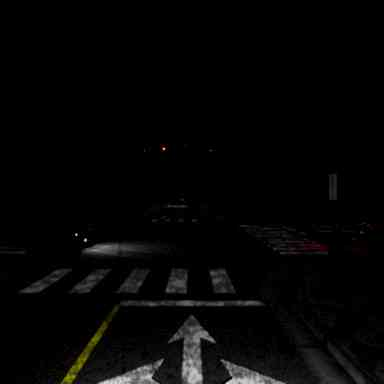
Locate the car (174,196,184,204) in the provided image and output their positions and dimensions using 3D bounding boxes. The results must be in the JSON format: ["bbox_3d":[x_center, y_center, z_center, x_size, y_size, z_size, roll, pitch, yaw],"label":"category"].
[{"bbox_3d":[-2.859,1.678,72.389,2.097,1.767,4.553,0,-1,0],"label":"car"}]

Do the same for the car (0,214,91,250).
[{"bbox_3d":[-7.158,1.635,14.021,5.357,1.411,2.033,0,-1,0],"label":"car"}]

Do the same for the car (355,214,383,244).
[{"bbox_3d":[9.615,1.567,14.057,5.008,1.535,1.882,0,-1,0],"label":"car"}]
